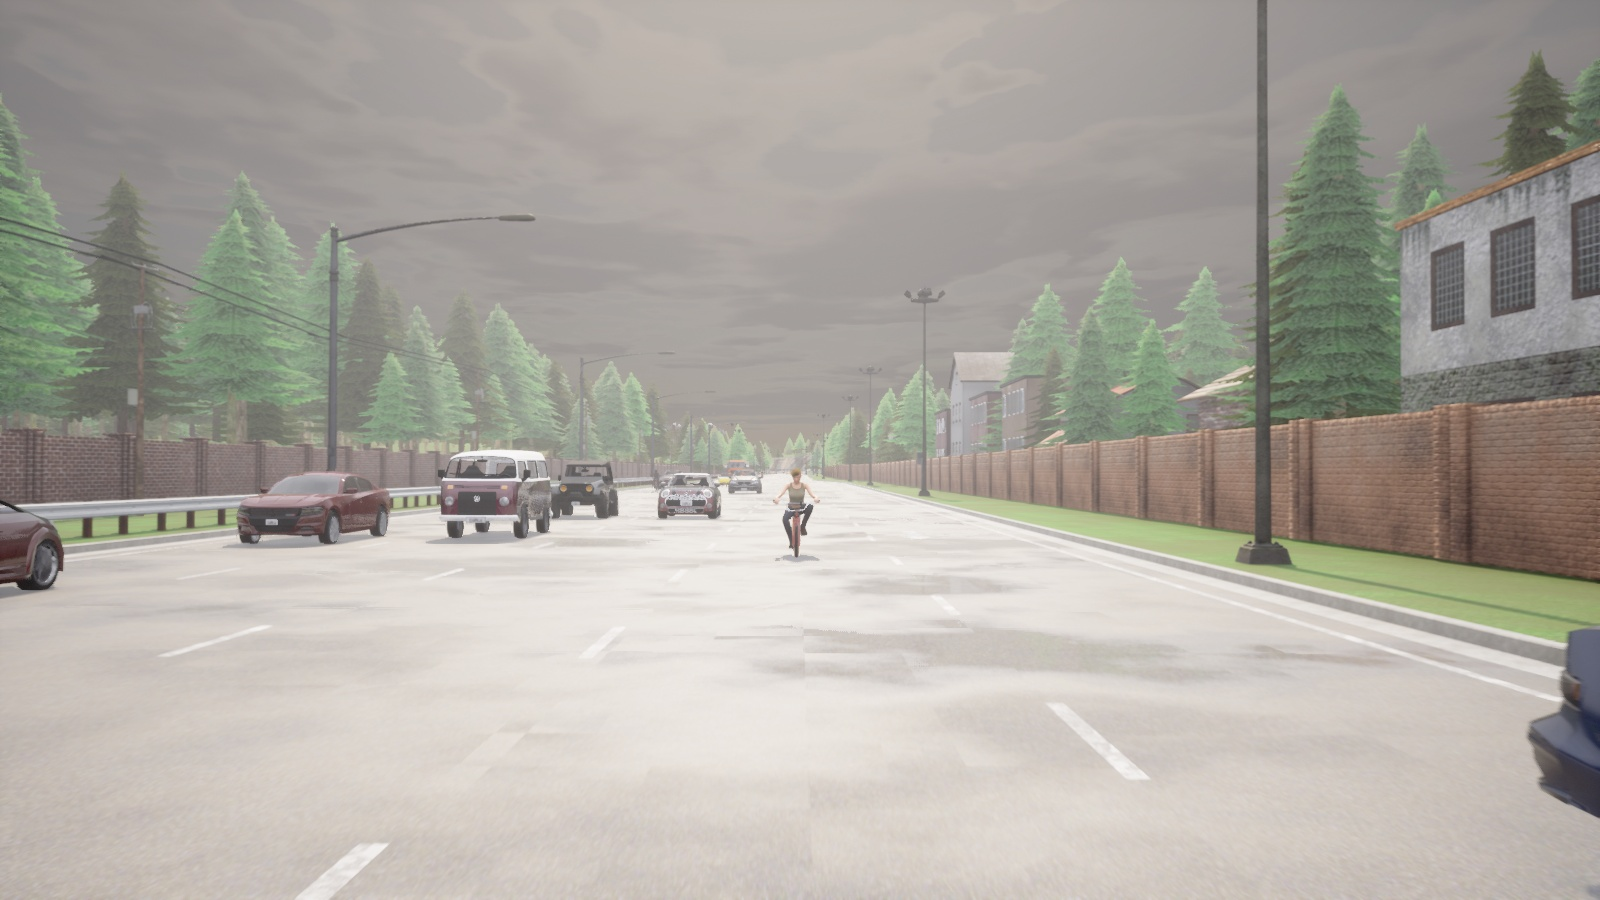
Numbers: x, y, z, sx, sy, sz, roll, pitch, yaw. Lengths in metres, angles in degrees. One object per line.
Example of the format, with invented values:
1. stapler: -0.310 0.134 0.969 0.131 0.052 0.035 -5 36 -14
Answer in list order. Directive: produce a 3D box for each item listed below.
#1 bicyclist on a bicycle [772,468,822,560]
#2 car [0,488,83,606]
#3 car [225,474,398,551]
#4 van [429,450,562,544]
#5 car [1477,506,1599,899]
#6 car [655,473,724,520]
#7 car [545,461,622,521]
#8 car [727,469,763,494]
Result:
1. bicyclist on a bicycle: -0.053 1.134 22.877 0.866 1.612 1.509 0 -1 0
2. car: -10.536 1.165 14.608 1.994 1.385 4.181 0 -1 0
3. car: -10.569 1.297 27.624 1.882 1.535 5.008 0 -1 0
4. van: -7.075 1.063 29.667 2.069 2.038 4.480 0 -1 0
5. car: 4.226 0.888 2.583 2.033 1.411 5.357 0 -1 -11
6. car: -3.603 1.490 41.570 1.970 1.475 3.806 0 -1 0
7. car: -7.104 1.335 41.565 1.905 1.878 3.866 0 -1 0
8. car: -3.713 2.112 85.913 2.242 1.667 4.611 0 -1 0
